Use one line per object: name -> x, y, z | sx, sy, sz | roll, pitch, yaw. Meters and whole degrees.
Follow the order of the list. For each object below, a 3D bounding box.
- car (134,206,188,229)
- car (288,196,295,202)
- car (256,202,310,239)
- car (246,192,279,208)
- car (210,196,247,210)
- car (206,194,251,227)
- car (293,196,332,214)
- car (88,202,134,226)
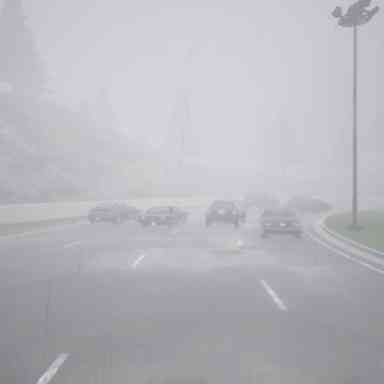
car -> -1.648, 1.516, 21.090 | 1.895, 1.301, 4.718 | 0, 0, 14
car -> 13.174, 1.194, 39.336 | 2.097, 1.767, 4.553 | 0, 0, 45
car -> 4.486, 1.478, 17.113 | 2.033, 1.411, 5.357 | 0, 0, 11
car -> 8.204, 1.063, 39.324 | 2.150, 2.045, 5.566 | 0, 0, 41
car -> 4.513, 1.328, 40.651 | 2.128, 1.511, 4.902 | 0, 0, 39
car -> 2.384, 1.263, 22.116 | 2.097, 1.767, 4.553 | 0, 0, 17
car -> 12.616, 1.410, 33.948 | 2.033, 1.411, 5.357 | 0, 0, 40
car -> -5.059, 1.401, 22.417 | 2.128, 1.511, 4.902 | 0, 0, 15
